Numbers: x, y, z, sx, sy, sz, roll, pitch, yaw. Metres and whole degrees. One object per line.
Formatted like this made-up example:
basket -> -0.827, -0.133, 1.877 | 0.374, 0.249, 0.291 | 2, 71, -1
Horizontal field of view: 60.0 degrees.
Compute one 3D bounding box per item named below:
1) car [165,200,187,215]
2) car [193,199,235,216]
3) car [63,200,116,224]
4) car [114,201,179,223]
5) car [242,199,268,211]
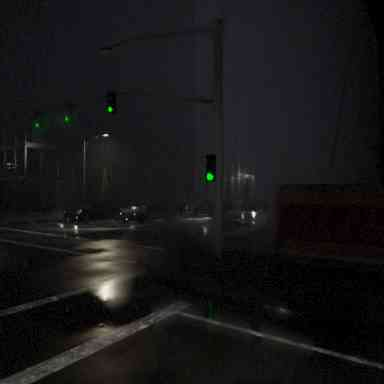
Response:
car -> -2.398, 1.579, 33.447 | 1.837, 1.490, 4.892 | 0, 0, 36
car -> 2.066, 1.549, 33.666 | 1.882, 1.535, 5.008 | 0, 0, 35
car -> -7.718, 1.427, 26.017 | 2.097, 1.767, 4.553 | 0, 0, 36
car -> -3.453, 1.672, 25.965 | 1.895, 1.301, 4.718 | 0, 0, 36
car -> 8.040, 1.597, 41.983 | 1.812, 1.442, 4.674 | 0, 0, 36
